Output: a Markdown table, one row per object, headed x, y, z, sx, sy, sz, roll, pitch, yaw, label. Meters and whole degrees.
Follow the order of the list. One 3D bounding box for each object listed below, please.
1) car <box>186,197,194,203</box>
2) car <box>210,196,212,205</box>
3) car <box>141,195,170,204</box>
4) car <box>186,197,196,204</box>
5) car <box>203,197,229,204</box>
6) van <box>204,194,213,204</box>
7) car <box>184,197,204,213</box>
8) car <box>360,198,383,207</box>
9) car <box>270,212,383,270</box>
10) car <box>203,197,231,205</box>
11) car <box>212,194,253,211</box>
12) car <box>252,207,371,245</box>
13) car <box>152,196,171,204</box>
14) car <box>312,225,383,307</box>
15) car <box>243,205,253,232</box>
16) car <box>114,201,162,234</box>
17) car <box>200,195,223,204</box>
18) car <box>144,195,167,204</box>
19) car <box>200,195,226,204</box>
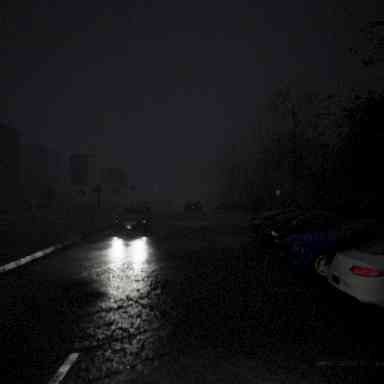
| x | y | z | sx | sy | sz | roll | pitch | yaw | label |
| --- | --- | --- | --- | --- | --- | --- | --- | --- | --- |
| -0.410 | 2.099 | 84.049 | 1.837 | 1.490 | 4.892 | 0 | -2 | 2 | car |
| 5.038 | 1.554 | 43.640 | 4.674 | 1.452 | 2.002 | 0 | 0 | 0 | car |
| -7.574 | 1.676 | 64.971 | 5.366 | 1.575 | 1.946 | 0 | -1 | -1 | car |
| -0.296 | 1.916 | 74.011 | 2.128 | 1.511 | 4.902 | 0 | -2 | -1 | car |
| 5.022 | 1.774 | 69.889 | 5.366 | 1.575 | 1.946 | 0 | -1 | -1 | car |
| 4.768 | 1.447 | 64.437 | 4.442 | 1.987 | 1.878 | 0 | -1 | -1 | van |
| 0.084 | 1.506 | 38.284 | 1.882 | 1.535 | 5.008 | 0 | 0 | 0 | car |
| 17.889 | 1.356 | 31.951 | 5.008 | 1.535 | 1.882 | -1 | -3 | 0 | car |
| 5.089 | 1.487 | 9.585 | 5.008 | 1.535 | 2.097 | 0 | 0 | 0 | car |
| 5.045 | 1.720 | 67.229 | 5.366 | 1.575 | 1.946 | 0 | -1 | 0 | car |
| 5.111 | 1.385 | 40.470 | 4.553 | 1.767 | 2.185 | 0 | 0 | 0 | car |
| 5.078 | 1.491 | 12.858 | 4.892 | 1.521 | 2.231 | 0 | 0 | 0 | car |
| -7.553 | 2.012 | 83.069 | 4.553 | 1.767 | 2.185 | 0 | -2 | -1 | car |
| 5.081 | 1.525 | 6.436 | 4.674 | 1.452 | 2.002 | 0 | 0 | 0 | car |
| 5.080 | 1.532 | 16.134 | 4.674 | 1.452 | 2.002 | 0 | 0 | 0 | car |
| -3.252 | 1.546 | 19.598 | 2.128 | 1.511 | 4.902 | 0 | 0 | 0 | car |
| 4.684 | 1.827 | 81.068 | 5.566 | 2.045 | 2.435 | 0 | -2 | -1 | car |
| -7.384 | 1.606 | 67.893 | 4.553 | 1.767 | 2.185 | 0 | -1 | -1 | car |
| 4.757 | 1.663 | 75.609 | 5.566 | 2.045 | 2.435 | 0 | -2 | -1 | car |
